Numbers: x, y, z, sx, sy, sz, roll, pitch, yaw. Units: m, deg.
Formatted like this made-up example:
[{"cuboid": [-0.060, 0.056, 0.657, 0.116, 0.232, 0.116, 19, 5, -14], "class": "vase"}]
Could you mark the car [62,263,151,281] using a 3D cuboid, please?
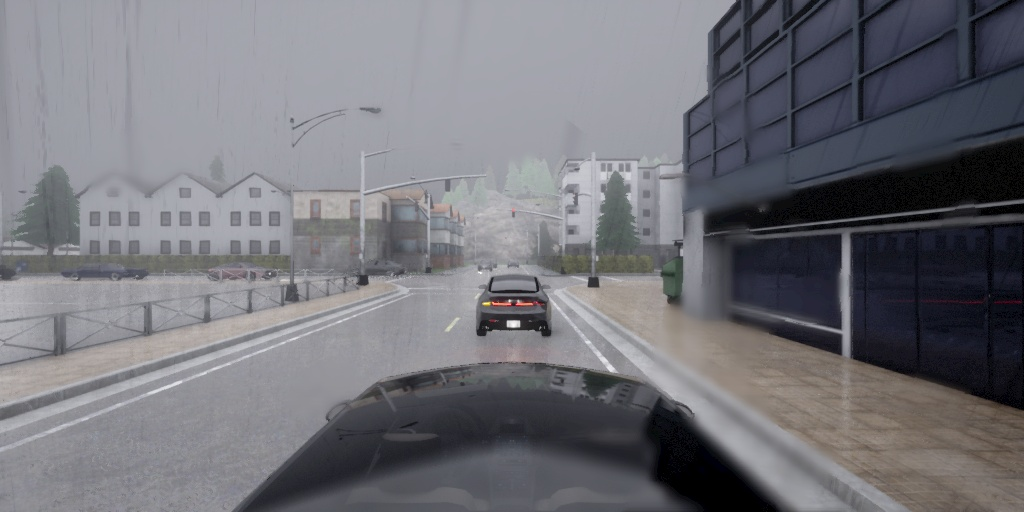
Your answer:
[{"cuboid": [-29.911, 1.173, 26.546, 4.718, 1.301, 1.895, 0, 0, 0], "class": "car"}]

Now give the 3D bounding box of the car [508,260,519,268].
[{"cuboid": [0.181, 1.346, 60.994, 1.895, 1.301, 4.718, 0, 0, -1], "class": "car"}]

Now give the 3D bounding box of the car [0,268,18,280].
[{"cuboid": [-40.133, 1.173, 26.626, 4.718, 1.301, 1.895, 0, 0, 1], "class": "car"}]

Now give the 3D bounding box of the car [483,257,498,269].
[{"cuboid": [-3.497, 1.098, 58.336, 2.097, 1.767, 4.553, 0, 0, 0], "class": "car"}]

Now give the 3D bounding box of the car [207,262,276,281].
[{"cuboid": [-19.891, 1.136, 26.500, 4.181, 1.385, 1.994, 0, 0, 0], "class": "car"}]

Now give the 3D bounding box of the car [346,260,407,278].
[{"cuboid": [-11.359, 1.072, 30.165, 4.892, 1.490, 1.837, 0, 0, 0], "class": "car"}]

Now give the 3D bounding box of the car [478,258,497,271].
[{"cuboid": [-3.520, 1.238, 48.312, 2.128, 1.511, 4.902, 0, 0, 0], "class": "car"}]

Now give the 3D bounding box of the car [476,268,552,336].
[{"cuboid": [0.067, 1.254, 10.344, 1.837, 1.490, 4.892, 0, 0, 1], "class": "car"}]
